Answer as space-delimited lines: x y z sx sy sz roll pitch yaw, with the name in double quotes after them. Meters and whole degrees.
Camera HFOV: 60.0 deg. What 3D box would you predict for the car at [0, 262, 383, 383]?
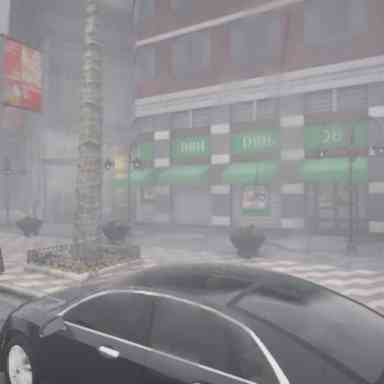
-0.130 1.521 3.403 4.892 1.490 1.837 0 0 37 "car"
